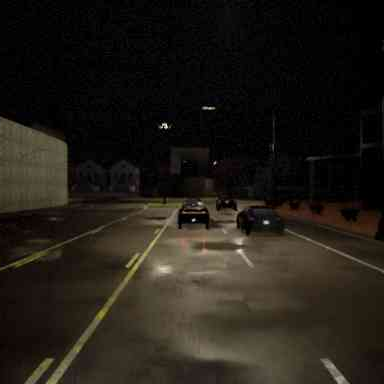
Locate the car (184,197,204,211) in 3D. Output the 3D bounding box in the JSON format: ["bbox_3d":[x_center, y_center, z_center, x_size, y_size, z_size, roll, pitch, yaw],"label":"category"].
[{"bbox_3d":[0.295,1.314,37.736,1.994,1.385,4.181,0,0,3],"label":"car"}]

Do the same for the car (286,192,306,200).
[{"bbox_3d":[21.362,0.829,68.411,4.553,1.767,2.097,0,0,-39],"label":"car"}]

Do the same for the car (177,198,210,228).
[{"bbox_3d":[0.098,1.352,20.983,2.128,1.511,4.902,0,0,0],"label":"car"}]

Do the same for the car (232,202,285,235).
[{"bbox_3d":[3.598,1.444,18.110,1.994,1.385,4.181,0,0,0],"label":"car"}]

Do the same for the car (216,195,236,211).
[{"bbox_3d":[3.750,1.108,36.826,2.097,1.767,4.553,0,0,2],"label":"car"}]
